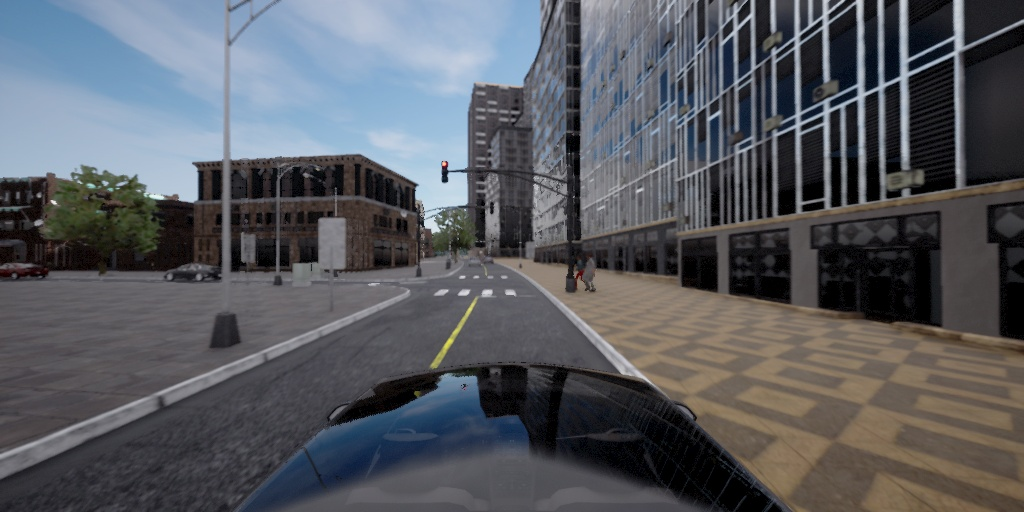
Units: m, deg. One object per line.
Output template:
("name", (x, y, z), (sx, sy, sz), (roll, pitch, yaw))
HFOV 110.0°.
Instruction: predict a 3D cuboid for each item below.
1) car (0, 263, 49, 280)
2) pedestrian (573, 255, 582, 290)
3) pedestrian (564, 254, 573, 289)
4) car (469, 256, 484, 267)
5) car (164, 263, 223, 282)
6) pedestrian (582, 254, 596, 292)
("car", (-41.815, 1.264, 30.313), (4.507, 1.381, 1.888), (0, 0, 8))
("pedestrian", (3.325, 0.770, 17.560), (0.375, 1.860, 0.375), (1, -1, -2))
("pedestrian", (2.969, 0.766, 18.125), (0.375, 1.860, 0.375), (1, -1, -2))
("car", (-5.772, 0.953, 55.757), (1.895, 1.301, 4.718), (0, 0, -6))
("car", (-24.539, 1.241, 27.799), (4.403, 1.370, 2.007), (0, 0, 8))
("pedestrian", (3.677, 0.773, 16.945), (0.375, 1.860, 0.375), (1, -1, -2))
